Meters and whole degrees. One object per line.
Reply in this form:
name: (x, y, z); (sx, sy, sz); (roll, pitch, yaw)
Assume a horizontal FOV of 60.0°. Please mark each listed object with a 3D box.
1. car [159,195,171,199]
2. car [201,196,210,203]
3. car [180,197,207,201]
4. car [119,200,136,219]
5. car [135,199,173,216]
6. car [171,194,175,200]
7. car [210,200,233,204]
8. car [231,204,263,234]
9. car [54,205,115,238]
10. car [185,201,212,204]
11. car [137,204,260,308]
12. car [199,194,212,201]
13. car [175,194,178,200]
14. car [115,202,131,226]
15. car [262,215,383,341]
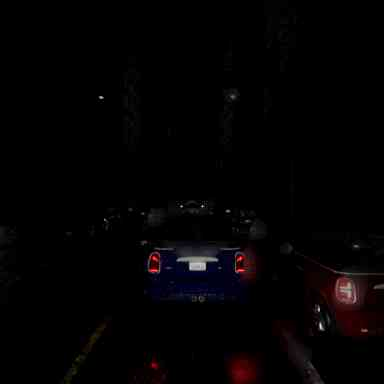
car: (-5.628, 1.609, 65.638); (1.802, 1.307, 4.206); (0, 0, 0)
car: (2.907, 1.561, 71.203); (1.752, 1.417, 4.829); (0, 0, 0)
car: (0.003, 1.453, 27.399); (1.801, 1.575, 5.366); (0, 0, 0)
car: (-5.668, 1.436, 28.535); (1.967, 1.590, 4.097); (0, 0, 0)
car: (-3.016, 1.544, 27.533); (2.033, 1.411, 5.357); (0, 0, 0)
car: (-5.607, 1.597, 76.455); (2.008, 1.369, 4.403); (0, 0, 0)
car: (2.858, 1.562, 28.533); (1.947, 1.339, 4.313); (0, 0, 0)
car: (2.856, 1.547, 17.531); (2.008, 1.369, 4.403); (0, 0, 0)
car: (-5.669, 1.562, 17.532); (1.947, 1.339, 4.313); (0, 0, 0)
car: (0.098, 1.474, 17.377); (1.882, 1.535, 5.008); (0, 0, 0)
car: (0.100, 1.350, 8.097); (2.097, 1.767, 4.553); (0, 0, 0)
car: (2.896, 1.467, 65.624); (1.967, 1.590, 4.097); (0, 0, 0)
car: (-5.576, 1.614, 92.510); (1.752, 1.417, 4.829); (0, 0, 0)
car: (-5.669, 1.578, 23.033); (1.802, 1.307, 4.206); (0, 0, 0)
car: (2.855, 1.438, 6.528); (1.967, 1.590, 4.097); (0, 0, 0)
